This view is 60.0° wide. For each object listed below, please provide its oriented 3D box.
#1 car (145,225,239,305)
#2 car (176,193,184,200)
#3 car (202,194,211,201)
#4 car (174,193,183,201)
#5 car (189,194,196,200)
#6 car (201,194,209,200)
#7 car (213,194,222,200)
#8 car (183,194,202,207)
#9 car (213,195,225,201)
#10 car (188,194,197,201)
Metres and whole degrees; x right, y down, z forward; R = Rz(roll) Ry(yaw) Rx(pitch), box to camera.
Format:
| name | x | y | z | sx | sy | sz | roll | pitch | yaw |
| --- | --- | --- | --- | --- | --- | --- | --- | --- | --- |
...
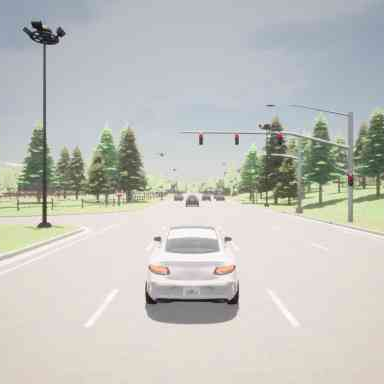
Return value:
| name | x | y | z | sx | sy | sz | roll | pitch | yaw |
| --- | --- | --- | --- | --- | --- | --- | --- | --- | --- |
| car | 0.015 | 1.526 | 7.987 | 1.812 | 1.442 | 4.674 | 0 | 0 | 0 |
| car | -3.401 | 1.188 | 92.897 | 2.097 | 1.767 | 4.553 | 0 | 0 | 0 |
| car | 3.588 | 1.348 | 82.886 | 2.097 | 1.767 | 4.553 | 0 | 0 | 0 |
| car | -3.412 | 1.544 | 82.890 | 1.994 | 1.385 | 4.181 | 0 | 0 | 0 |
| car | 0.099 | 1.332 | 92.923 | 1.837 | 1.490 | 4.892 | 0 | 0 | 0 |
| car | 3.599 | 1.372 | 92.919 | 2.033 | 1.411 | 5.357 | 0 | 0 | 0 |
| car | 7.099 | 1.385 | 92.916 | 1.994 | 1.385 | 4.181 | 0 | 0 | 0 |
| car | 0.055 | 1.352 | 51.860 | 2.097 | 1.767 | 4.553 | 0 | 0 | 0 |
| car | 7.088 | 1.517 | 82.496 | 2.128 | 1.511 | 4.902 | 0 | 0 | 0 |
| car | 0.088 | 1.348 | 82.890 | 2.097 | 1.767 | 4.553 | 0 | 0 | 0 |
